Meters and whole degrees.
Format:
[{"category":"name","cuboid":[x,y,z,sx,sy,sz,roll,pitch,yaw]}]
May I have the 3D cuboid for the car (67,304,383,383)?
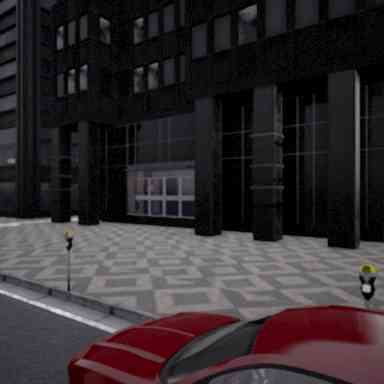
[{"category":"car","cuboid":[0.935,1.546,2.298,4.507,1.381,1.887,0,0,35]}]
